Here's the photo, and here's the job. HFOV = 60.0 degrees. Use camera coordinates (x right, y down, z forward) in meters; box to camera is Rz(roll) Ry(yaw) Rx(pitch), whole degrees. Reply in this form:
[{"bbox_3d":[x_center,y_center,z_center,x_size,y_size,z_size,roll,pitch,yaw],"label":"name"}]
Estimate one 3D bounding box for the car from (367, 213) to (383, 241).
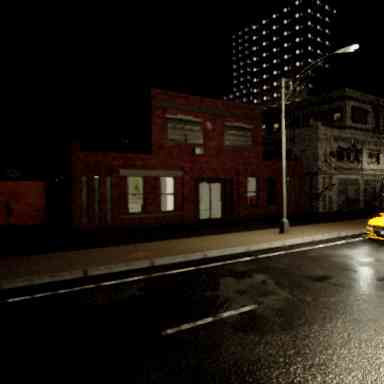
[{"bbox_3d":[9.597,1.326,14.516,5.008,1.535,1.882,-1,0,-35],"label":"car"}]
